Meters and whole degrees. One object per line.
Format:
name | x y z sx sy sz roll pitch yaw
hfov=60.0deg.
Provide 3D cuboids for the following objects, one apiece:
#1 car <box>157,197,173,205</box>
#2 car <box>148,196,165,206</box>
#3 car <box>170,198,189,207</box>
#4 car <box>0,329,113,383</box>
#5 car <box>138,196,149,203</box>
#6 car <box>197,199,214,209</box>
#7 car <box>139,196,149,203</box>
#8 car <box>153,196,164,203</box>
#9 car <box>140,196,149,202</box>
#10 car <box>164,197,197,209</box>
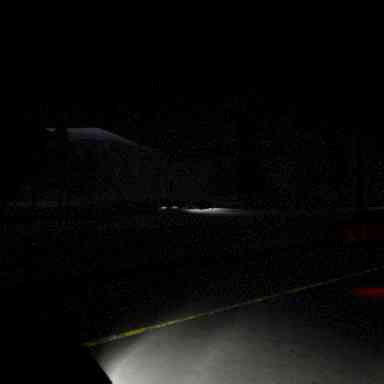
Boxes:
car | -5.504 1.751 66.956 2.033 1.411 5.357 0 0 -18
car | -5.557 1.733 56.885 1.994 1.385 4.181 0 0 -21
car | -2.222 1.714 57.955 1.812 1.442 4.674 0 0 -22
car | -3.021 1.538 1.582 5.357 1.411 2.033 0 0 -36
car | -11.001 1.745 75.168 2.033 1.411 5.357 0 0 -11
car | 1.558 1.744 50.084 1.994 1.385 4.181 0 0 -29
car | -8.574 1.674 65.124 2.128 1.511 4.902 0 0 -18
car | -7.762 1.753 77.109 2.128 1.511 4.902 0 0 -11
car | -12.153 1.758 85.447 2.033 1.411 5.357 0 0 -3
car | -1.747 1.651 48.827 2.128 1.511 4.902 0 0 -28
